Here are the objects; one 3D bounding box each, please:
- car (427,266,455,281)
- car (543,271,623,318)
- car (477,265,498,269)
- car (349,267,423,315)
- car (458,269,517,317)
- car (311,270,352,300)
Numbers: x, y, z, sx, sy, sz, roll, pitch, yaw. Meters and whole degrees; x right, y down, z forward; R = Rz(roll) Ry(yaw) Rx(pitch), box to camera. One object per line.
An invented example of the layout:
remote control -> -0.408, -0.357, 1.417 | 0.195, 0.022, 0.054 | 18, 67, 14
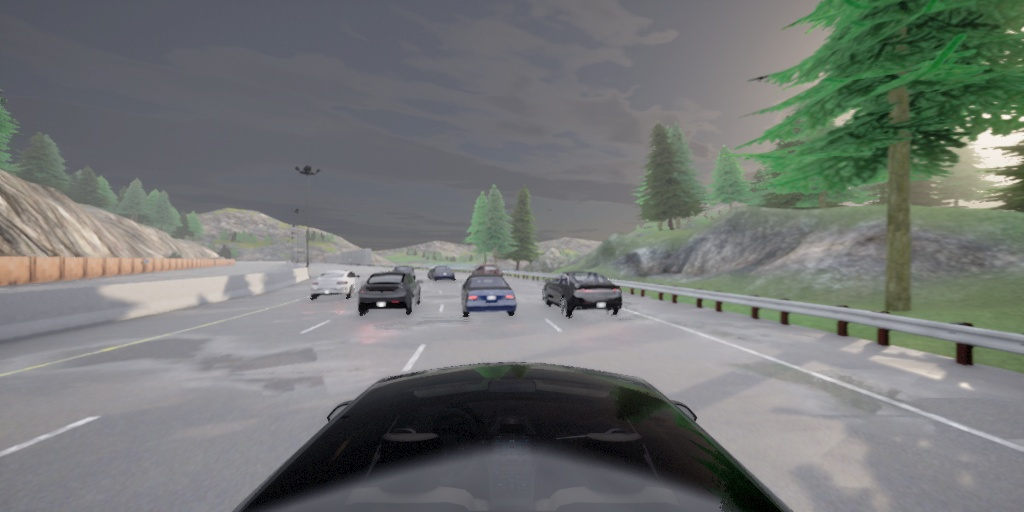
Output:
car -> -6.707, 1.596, 33.794 | 1.994, 1.385, 4.181 | 0, 0, -22
car -> 2.443, 1.319, 13.473 | 2.128, 1.511, 4.902 | 0, 0, -7
car -> -2.228, 1.520, 31.991 | 1.812, 1.442, 4.674 | 0, -1, -20
car -> -4.739, 1.377, 14.324 | 1.837, 1.490, 4.892 | 0, 0, -9
car -> -1.039, 1.396, 13.850 | 2.033, 1.411, 5.357 | 0, 0, -9
car -> -9.238, 1.458, 19.116 | 1.812, 1.442, 4.674 | 0, 0, -13
